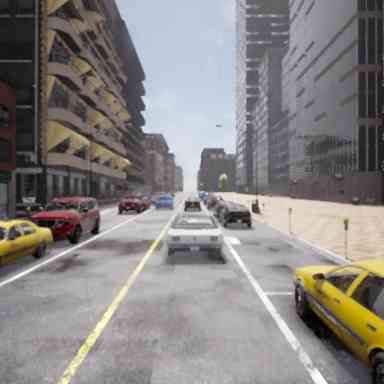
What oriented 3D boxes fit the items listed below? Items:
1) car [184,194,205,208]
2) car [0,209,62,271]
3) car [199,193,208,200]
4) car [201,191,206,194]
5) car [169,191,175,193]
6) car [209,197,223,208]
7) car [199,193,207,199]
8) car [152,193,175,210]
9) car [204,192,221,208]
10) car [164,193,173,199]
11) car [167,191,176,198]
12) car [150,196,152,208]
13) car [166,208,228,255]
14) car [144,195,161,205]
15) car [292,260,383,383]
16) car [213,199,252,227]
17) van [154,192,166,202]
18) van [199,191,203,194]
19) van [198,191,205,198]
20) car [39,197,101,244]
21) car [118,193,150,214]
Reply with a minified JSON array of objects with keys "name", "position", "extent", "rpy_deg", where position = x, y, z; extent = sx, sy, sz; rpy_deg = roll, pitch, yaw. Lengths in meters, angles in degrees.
[{"name":"car","position":[0.074,1.259,37.648],"extent":[2.033,1.411,5.357],"rpy_deg":[0,0,0]},{"name":"car","position":[-5.685,1.450,9.678],"extent":[1.752,1.417,4.829],"rpy_deg":[1,0,0]},{"name":"car","position":[2.648,1.003,76.687],"extent":[1.802,1.307,4.206],"rpy_deg":[1,0,0]},{"name":"car","position":[2.669,1.067,48.839],"extent":[1.967,1.590,4.097],"rpy_deg":[1,0,0]},{"name":"car","position":[-5.732,0.972,76.682],"extent":[2.008,1.369,4.403],"rpy_deg":[1,0,0]},{"name":"car","position":[2.683,1.346,26.561],"extent":[2.008,1.369,4.403],"rpy_deg":[1,0,0]},{"name":"car","position":[2.645,0.904,82.426],"extent":[1.752,1.417,4.829],"rpy_deg":[1,0,0]},{"name":"car","position":[-3.035,1.189,37.641],"extent":[1.882,1.535,5.008],"rpy_deg":[0,0,0]},{"name":"car","position":[2.677,1.151,37.699],"extent":[1.967,1.590,4.097],"rpy_deg":[1,0,0]},{"name":"car","position":[-5.735,0.907,82.082],"extent":[1.752,1.417,4.829],"rpy_deg":[1,0,0]},{"name":"car","position":[-5.740,0.614,93.389],"extent":[2.192,1.841,5.009],"rpy_deg":[1,0,0]},{"name":"car","position":[-5.705,1.256,37.696],"extent":[1.887,1.381,4.507],"rpy_deg":[1,0,0]},{"name":"car","position":[0.093,1.501,12.841],"extent":[1.895,1.301,4.718],"rpy_deg":[0,0,0]},{"name":"car","position":[-5.713,1.193,48.835],"extent":[1.947,1.339,4.313],"rpy_deg":[1,0,0]},{"name":"car","position":[2.699,1.490,4.454],"extent":[1.752,1.417,4.829],"rpy_deg":[1,0,0]},{"name":"car","position":[2.687,1.389,20.993],"extent":[2.008,1.369,4.403],"rpy_deg":[1,0,0]},{"name":"van","position":[-5.717,0.886,59.973],"extent":[1.690,1.788,3.998],"rpy_deg":[1,0,0]},{"name":"van","position":[2.659,0.844,65.547],"extent":[1.690,1.788,3.998],"rpy_deg":[1,0,0]},{"name":"van","position":[2.640,0.639,93.395],"extent":[1.690,1.788,3.998],"rpy_deg":[1,0,0]},{"name":"car","position":[-5.686,1.195,15.417],"extent":[2.192,1.841,5.009],"rpy_deg":[1,0,0]},{"name":"car","position":[-5.697,1.069,32.124],"extent":[2.192,1.841,5.009],"rpy_deg":[1,0,0]}]
